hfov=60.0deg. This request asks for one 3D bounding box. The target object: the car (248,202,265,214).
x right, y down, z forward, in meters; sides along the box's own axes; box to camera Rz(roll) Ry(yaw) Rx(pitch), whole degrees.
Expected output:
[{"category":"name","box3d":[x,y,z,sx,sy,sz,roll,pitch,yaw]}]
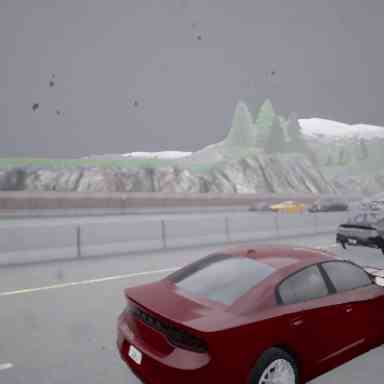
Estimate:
[{"category":"car","box3d":[8.803,1.858,40.434,4.181,1.385,1.994,1,0,-36]}]

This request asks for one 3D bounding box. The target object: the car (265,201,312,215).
[{"category":"car","box3d":[10.923,1.773,37.638,5.008,1.535,1.882,1,-1,-36]}]

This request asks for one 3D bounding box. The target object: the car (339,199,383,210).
[{"category":"car","box3d":[17.540,1.817,33.833,4.902,1.511,2.128,1,0,-37]}]

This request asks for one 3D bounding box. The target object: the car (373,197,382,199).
[{"category":"car","box3d":[38.001,1.833,68.365,1.837,1.490,4.892,0,0,39]}]

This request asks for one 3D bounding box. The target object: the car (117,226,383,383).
[{"category":"car","box3d":[1.450,1.515,4.824,5.008,1.535,1.882,0,0,-35]}]

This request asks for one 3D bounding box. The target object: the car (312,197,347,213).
[{"category":"car","box3d":[14.960,1.539,36.248,5.566,2.045,2.150,1,0,-37]}]

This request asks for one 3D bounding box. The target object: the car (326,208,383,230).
[{"category":"car","box3d":[7.913,1.630,13.694,4.902,1.511,2.128,1,0,-35]}]
